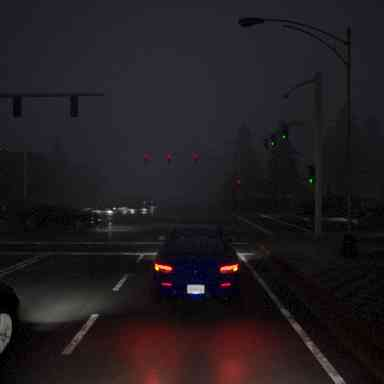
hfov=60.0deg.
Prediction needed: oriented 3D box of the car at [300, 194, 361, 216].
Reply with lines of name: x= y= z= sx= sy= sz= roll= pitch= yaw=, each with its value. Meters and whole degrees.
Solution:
car: x=13.062 y=1.222 z=31.107 sx=5.566 sy=2.045 sz=2.150 roll=0 pitch=0 yaw=0

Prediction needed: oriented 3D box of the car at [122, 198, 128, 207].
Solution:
car: x=-10.648 y=1.601 z=51.392 sx=1.895 sy=1.301 sz=4.718 roll=0 pitch=0 yaw=0

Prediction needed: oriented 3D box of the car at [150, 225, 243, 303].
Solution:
car: x=0.130 y=1.526 z=8.088 sx=1.812 sy=1.442 sz=4.674 roll=0 pitch=0 yaw=2

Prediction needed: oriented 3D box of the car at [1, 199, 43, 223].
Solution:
car: x=-11.979 y=1.351 z=25.641 sx=4.553 sy=1.767 sz=2.097 roll=0 pitch=0 yaw=-17

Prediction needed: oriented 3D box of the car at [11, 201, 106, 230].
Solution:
car: x=-8.196 y=1.505 z=20.697 sx=4.892 sy=1.490 sz=1.837 roll=0 pitch=0 yaw=2

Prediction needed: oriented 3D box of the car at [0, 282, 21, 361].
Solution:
car: x=-3.442 y=1.505 z=2.954 sx=1.837 sy=1.490 sz=4.892 roll=0 pitch=0 yaw=0

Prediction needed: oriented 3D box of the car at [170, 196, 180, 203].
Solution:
car: x=-3.483 y=1.477 z=69.597 sx=1.882 sy=1.535 sz=5.008 roll=0 pitch=0 yaw=0

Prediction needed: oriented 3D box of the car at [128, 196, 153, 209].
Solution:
car: x=-7.149 y=1.352 z=46.353 sx=2.097 sy=1.767 sz=4.553 roll=0 pitch=0 yaw=0

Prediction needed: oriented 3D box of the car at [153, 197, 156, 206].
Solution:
car: x=-7.136 y=1.505 z=55.495 sx=1.837 sy=1.490 sz=4.892 roll=0 pitch=0 yaw=0

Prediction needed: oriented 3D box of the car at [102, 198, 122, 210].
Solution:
car: x=-10.645 y=1.526 z=42.293 sx=1.812 sy=1.442 sz=4.674 roll=0 pitch=0 yaw=0

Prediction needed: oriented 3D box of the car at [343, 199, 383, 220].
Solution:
car: x=15.883 y=1.547 z=27.608 sx=5.357 sy=1.411 sz=2.033 roll=0 pitch=0 yaw=0
